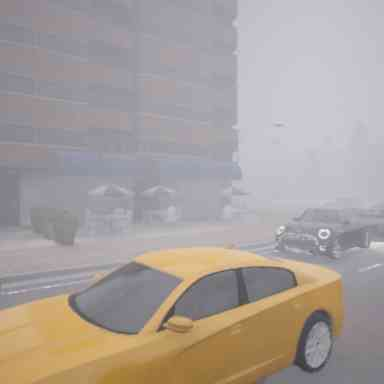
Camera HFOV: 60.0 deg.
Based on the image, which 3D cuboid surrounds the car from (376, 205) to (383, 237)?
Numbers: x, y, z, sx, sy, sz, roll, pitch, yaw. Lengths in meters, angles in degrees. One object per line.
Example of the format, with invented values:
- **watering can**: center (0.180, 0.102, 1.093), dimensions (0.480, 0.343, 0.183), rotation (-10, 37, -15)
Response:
- **car**: center (9.295, 1.613, 17.226), dimensions (1.994, 1.385, 4.181), rotation (0, 0, 31)

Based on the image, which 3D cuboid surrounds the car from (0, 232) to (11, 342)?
- **car**: center (-5.382, 1.490, 4.501), dimensions (4.902, 1.511, 2.128), rotation (0, 0, -36)

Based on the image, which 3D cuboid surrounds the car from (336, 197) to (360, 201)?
- **car**: center (18.027, 1.410, 39.449), dimensions (2.097, 1.767, 4.553), rotation (0, 0, -16)

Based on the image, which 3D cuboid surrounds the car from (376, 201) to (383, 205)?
- **car**: center (22.223, 1.588, 37.202), dimensions (1.812, 1.442, 4.674), rotation (0, 0, -11)

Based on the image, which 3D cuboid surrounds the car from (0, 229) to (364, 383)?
- **car**: center (-0.128, 1.481, 4.042), dimensions (5.008, 1.535, 1.882), rotation (0, 0, -37)

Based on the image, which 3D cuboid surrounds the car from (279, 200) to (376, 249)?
- **car**: center (5.093, 1.369, 12.781), dimensions (2.097, 1.767, 4.553), rotation (0, 0, 45)
